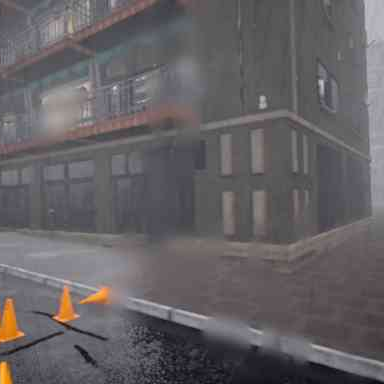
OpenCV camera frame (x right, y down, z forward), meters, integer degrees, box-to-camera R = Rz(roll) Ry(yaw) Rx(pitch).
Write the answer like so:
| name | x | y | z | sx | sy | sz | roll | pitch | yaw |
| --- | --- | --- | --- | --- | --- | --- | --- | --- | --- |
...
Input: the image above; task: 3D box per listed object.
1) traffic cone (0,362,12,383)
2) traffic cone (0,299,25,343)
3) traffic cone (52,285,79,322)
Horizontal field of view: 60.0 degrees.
| name | x | y | z | sx | sy | sz | roll | pitch | yaw |
| --- | --- | --- | --- | --- | --- | --- | --- | --- | --- |
| traffic cone | -1.848 | 1.976 | 3.276 | 0.340 | 0.580 | 0.340 | 0 | 0 | 36 |
| traffic cone | -2.884 | 1.988 | 5.258 | 0.340 | 0.580 | 0.340 | 0 | 0 | 36 |
| traffic cone | -2.298 | 1.993 | 6.068 | 0.340 | 0.580 | 0.340 | 0 | 0 | 36 |
